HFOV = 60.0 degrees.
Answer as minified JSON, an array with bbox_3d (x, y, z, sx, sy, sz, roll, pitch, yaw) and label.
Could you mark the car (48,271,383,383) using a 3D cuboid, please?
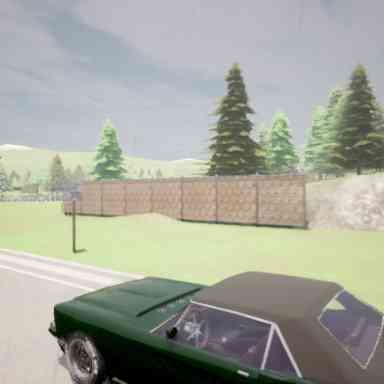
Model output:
[{"bbox_3d":[0.501,1.605,3.650,4.718,1.301,1.895,0,0,35],"label":"car"}]
